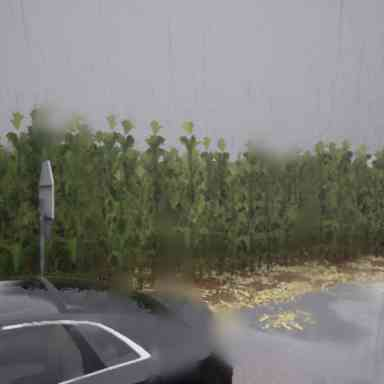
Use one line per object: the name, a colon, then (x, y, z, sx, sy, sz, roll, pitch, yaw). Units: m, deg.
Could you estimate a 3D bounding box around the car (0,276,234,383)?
car: (-1.952, 1.503, 2.254, 4.892, 1.490, 1.837, 0, 0, -32)
